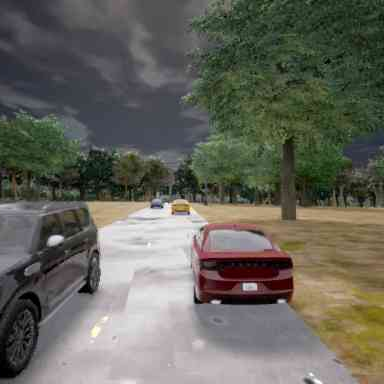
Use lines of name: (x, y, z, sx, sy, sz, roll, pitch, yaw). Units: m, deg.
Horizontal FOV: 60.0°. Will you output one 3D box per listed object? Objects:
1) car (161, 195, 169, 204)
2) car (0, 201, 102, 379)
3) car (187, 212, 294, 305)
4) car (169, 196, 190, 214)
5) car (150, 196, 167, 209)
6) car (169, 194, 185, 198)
car: (-6.235, 1.675, 75.770, 2.150, 2.045, 5.566, 0, -1, -3)
car: (-3.192, 1.221, 5.850, 2.150, 2.045, 5.566, 0, 0, -1)
car: (0.933, 1.477, 8.186, 1.882, 1.535, 5.008, 0, 0, -1)
car: (-1.248, 1.548, 35.886, 1.882, 1.535, 5.008, 0, 0, -3)
car: (-5.022, 1.691, 48.034, 2.033, 1.411, 5.357, 0, 0, -3)
car: (-1.774, 1.356, 46.394, 2.150, 2.045, 5.566, 0, 0, -3)
